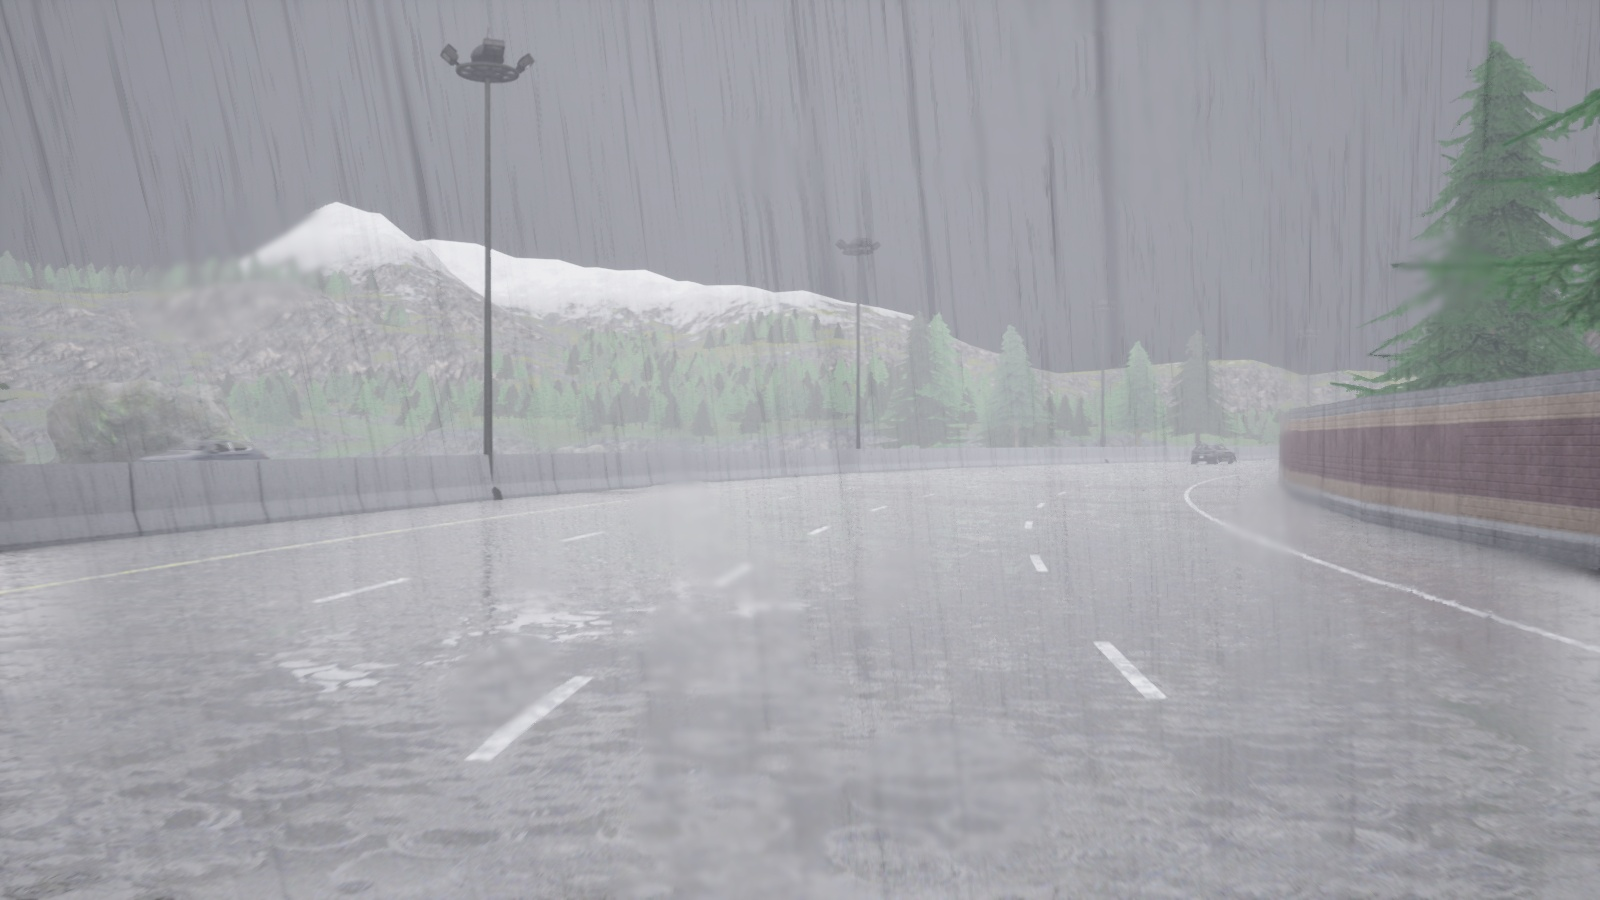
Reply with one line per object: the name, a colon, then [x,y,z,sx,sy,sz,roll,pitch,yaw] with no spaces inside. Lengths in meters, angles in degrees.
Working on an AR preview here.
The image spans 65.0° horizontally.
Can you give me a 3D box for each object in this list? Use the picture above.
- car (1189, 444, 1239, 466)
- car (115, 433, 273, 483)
car: [28.286,0.311,85.777,1.816,1.474,4.193,0,0,40]
car: [-21.190,0.250,44.174,2.152,1.651,5.027,0,0,17]
